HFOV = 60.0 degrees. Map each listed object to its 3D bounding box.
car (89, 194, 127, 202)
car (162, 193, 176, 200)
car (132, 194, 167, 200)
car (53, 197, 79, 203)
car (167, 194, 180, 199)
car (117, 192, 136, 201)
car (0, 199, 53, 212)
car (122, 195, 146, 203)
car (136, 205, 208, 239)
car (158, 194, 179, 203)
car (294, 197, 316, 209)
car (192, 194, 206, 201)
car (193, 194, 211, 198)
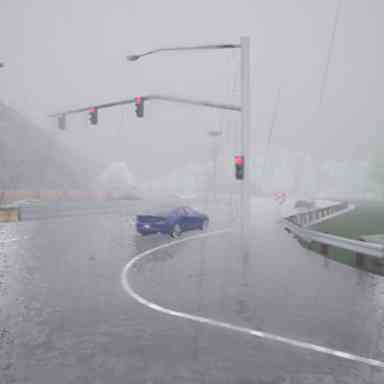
[{"bbox_3d":[-12.074,1.393,46.335,2.033,1.411,5.357,0,0,32],"label":"car"},{"bbox_3d":[-5.228,1.094,76.461,1.882,1.535,5.008,0,0,14],"label":"car"},{"bbox_3d":[-6.182,1.359,49.221,1.812,1.442,4.674,0,0,32],"label":"car"},{"bbox_3d":[-18.659,1.402,48.986,1.994,1.385,4.181,0,0,32],"label":"car"},{"bbox_3d":[-3.847,1.287,60.219,2.128,1.511,4.902,0,0,27],"label":"car"},{"bbox_3d":[-11.236,1.038,54.194,2.150,2.045,5.566,0,1,33],"label":"car"},{"bbox_3d":[-16.517,1.419,32.645,1.812,1.442,4.674,0,0,32],"label":"car"},{"bbox_3d":[-10.716,1.318,62.072,1.812,1.442,4.674,0,0,29],"label":"car"},{"bbox_3d":[-0.857,1.418,17.332,1.882,1.535,5.008,0,0,29],"label":"car"},{"bbox_3d":[-4.638,1.267,66.527,2.128,1.511,4.902,0,0,22],"label":"car"},{"bbox_3d":[14.300,1.377,42.130,1.812,1.442,4.674,0,0,30],"label":"car"},{"bbox_3d":[1.562,1.268,74.753,2.128,1.511,4.902,0,0,14],"label":"car"},{"bbox_3d":[2.173,1.270,64.910,2.128,1.511,4.902,0,0,22],"label":"car"}]
